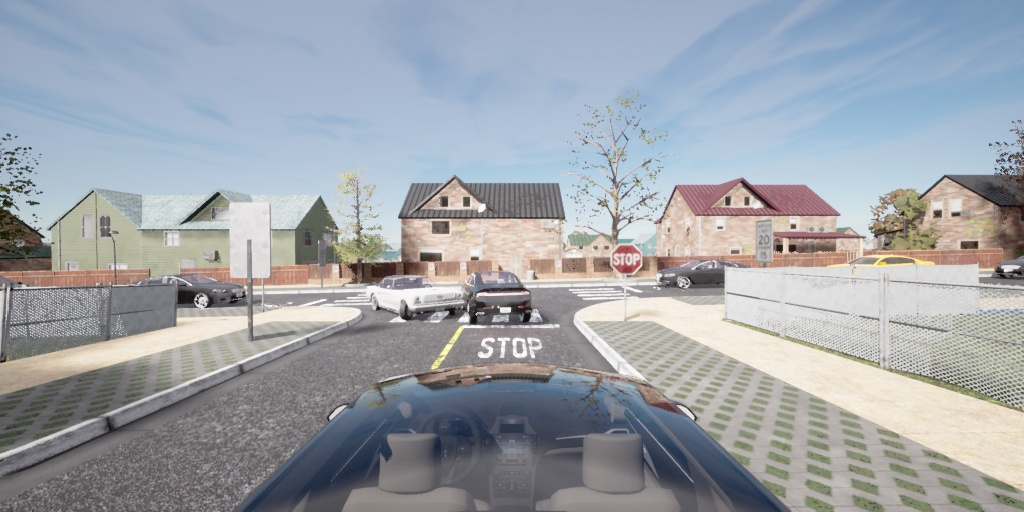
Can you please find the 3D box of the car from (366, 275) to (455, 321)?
[{"bbox_3d":[-3.597,1.368,12.852,1.895,1.301,4.718,0,0,-38],"label":"car"}]

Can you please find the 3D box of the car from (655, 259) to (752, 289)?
[{"bbox_3d":[10.340,0.926,19.394,4.902,1.511,2.128,-1,1,0],"label":"car"}]

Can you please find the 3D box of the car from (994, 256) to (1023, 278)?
[{"bbox_3d":[29.394,0.478,19.458,4.902,1.511,2.128,-1,1,0],"label":"car"}]

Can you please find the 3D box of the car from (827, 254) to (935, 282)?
[{"bbox_3d":[19.770,0.690,19.426,5.008,1.535,1.882,-1,1,-1],"label":"car"}]

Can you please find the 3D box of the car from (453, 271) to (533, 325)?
[{"bbox_3d":[-0.680,1.242,11.991,2.128,1.511,4.902,0,0,-12],"label":"car"}]

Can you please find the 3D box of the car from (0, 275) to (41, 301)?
[{"bbox_3d":[-24.232,1.648,16.317,4.553,1.767,2.097,-1,1,0],"label":"car"}]

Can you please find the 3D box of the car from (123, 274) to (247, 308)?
[{"bbox_3d":[-14.895,1.566,16.353,4.902,1.511,2.128,-1,1,0],"label":"car"}]
